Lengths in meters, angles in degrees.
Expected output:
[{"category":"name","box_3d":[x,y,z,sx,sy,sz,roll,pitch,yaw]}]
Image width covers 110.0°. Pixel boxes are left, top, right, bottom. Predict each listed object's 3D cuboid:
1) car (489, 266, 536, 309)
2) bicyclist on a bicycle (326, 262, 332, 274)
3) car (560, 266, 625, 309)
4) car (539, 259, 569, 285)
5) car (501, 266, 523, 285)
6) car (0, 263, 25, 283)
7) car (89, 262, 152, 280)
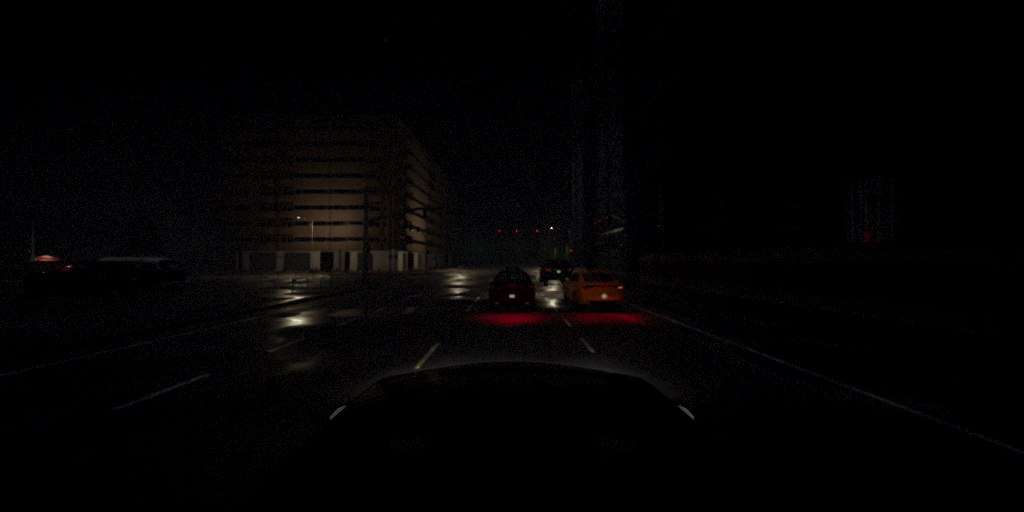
[{"category":"car","box_3d":[0.024,1.389,16.078,1.882,1.535,5.008,0,0,0]},{"category":"bicyclist on a bicycle","box_3d":[-25.556,1.649,50.145,0.582,1.620,1.656,0,0,0]},{"category":"car","box_3d":[3.524,1.389,16.068,1.882,1.535,5.008,0,0,0]},{"category":"car","box_3d":[3.497,1.290,29.424,2.150,2.045,5.566,0,0,0]},{"category":"car","box_3d":[-0.002,1.614,30.731,1.812,1.442,4.674,0,-1,0]},{"category":"car","box_3d":[-52.425,1.713,35.824,4.674,1.442,1.812,0,-1,1]},{"category":"car","box_3d":[-46.753,1.773,42.850,4.892,1.490,1.837,1,-1,1]}]
